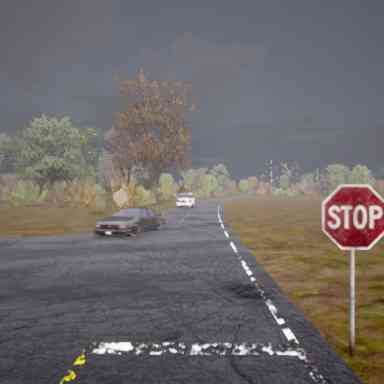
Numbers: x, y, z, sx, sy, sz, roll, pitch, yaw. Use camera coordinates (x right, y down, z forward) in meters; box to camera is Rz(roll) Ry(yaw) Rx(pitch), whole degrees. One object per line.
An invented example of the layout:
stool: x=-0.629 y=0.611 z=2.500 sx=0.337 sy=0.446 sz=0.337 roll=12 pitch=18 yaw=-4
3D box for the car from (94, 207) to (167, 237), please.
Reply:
car: x=-3.126 y=1.540 z=18.266 sx=2.033 sy=1.411 sz=5.357 roll=0 pitch=0 yaw=18

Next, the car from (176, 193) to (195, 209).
car: x=-0.824 y=1.185 z=45.792 sx=2.150 sy=2.045 sz=5.566 roll=0 pitch=0 yaw=5
